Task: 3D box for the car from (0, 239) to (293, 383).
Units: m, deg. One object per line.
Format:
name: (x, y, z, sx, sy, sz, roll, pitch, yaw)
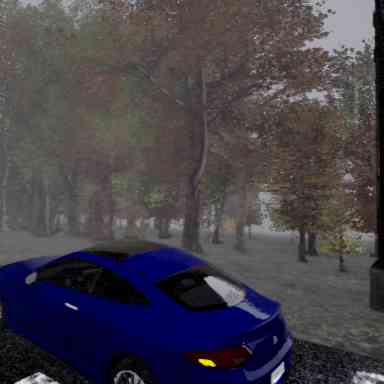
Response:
car: (-1.032, 1.395, 4.508, 4.674, 1.442, 1.812, 4, 4, 36)
